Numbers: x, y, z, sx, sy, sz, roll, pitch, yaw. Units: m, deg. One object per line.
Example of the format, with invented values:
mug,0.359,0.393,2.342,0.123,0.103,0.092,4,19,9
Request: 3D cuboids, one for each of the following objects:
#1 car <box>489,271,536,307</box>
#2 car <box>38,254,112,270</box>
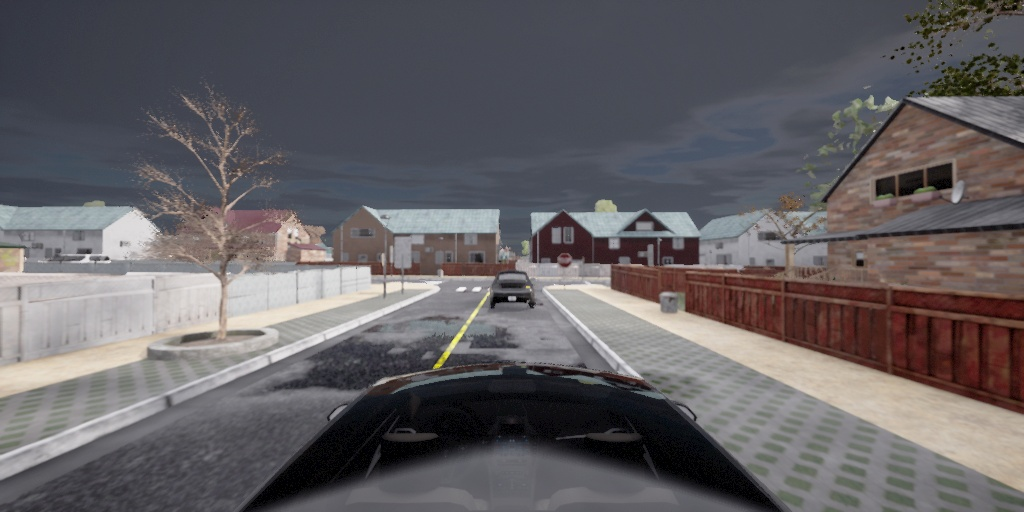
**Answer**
car,0.014,1.392,16.154,1.837,1.490,4.892,0,0,0
car,-39.203,0.859,32.149,5.566,2.045,2.150,1,0,1
